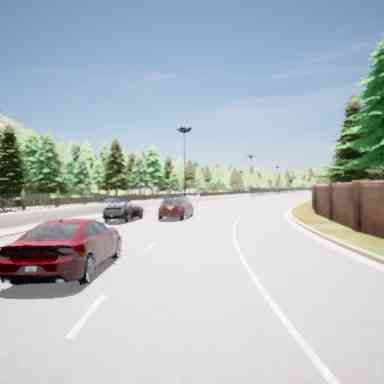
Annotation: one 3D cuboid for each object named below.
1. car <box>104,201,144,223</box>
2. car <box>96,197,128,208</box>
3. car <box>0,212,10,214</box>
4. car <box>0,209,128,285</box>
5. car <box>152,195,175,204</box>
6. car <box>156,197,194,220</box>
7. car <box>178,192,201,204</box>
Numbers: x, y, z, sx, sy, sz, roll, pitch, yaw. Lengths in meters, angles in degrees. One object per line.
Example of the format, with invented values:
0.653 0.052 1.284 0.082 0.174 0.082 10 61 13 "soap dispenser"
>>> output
-5.157 1.475 25.611 2.128 1.511 4.902 -1 0 10 "car"
-12.127 1.547 50.980 2.033 1.411 5.357 -1 0 23 "car"
-13.202 1.685 21.271 2.033 1.411 5.357 -1 0 8 "car"
-3.421 1.496 9.634 1.882 1.535 5.008 -1 0 1 "car"
-5.001 1.349 58.913 1.837 1.490 4.892 -1 0 23 "car"
-1.215 1.262 27.294 2.097 1.767 4.553 -1 0 12 "car"
-0.409 0.983 60.781 2.150 2.045 5.566 -1 0 23 "car"
